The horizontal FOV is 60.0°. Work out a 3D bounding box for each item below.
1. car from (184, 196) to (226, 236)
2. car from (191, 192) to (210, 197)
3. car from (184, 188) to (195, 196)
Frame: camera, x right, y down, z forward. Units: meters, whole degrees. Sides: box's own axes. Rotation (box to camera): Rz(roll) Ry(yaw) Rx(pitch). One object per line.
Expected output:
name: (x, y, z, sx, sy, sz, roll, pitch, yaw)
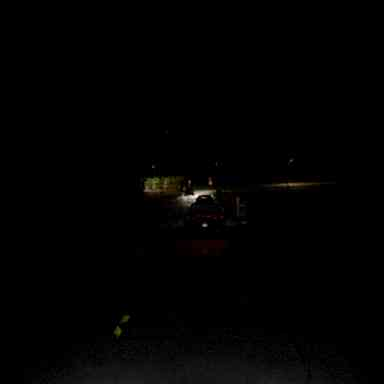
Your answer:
car: (0.646, 1.220, 16.667, 1.882, 1.535, 5.008, -1, 1, 2)
car: (1.198, 0.954, 32.473, 2.033, 1.411, 5.357, -1, 1, 2)
car: (-0.499, 0.060, 64.928, 1.837, 1.490, 4.892, -1, 2, 2)
